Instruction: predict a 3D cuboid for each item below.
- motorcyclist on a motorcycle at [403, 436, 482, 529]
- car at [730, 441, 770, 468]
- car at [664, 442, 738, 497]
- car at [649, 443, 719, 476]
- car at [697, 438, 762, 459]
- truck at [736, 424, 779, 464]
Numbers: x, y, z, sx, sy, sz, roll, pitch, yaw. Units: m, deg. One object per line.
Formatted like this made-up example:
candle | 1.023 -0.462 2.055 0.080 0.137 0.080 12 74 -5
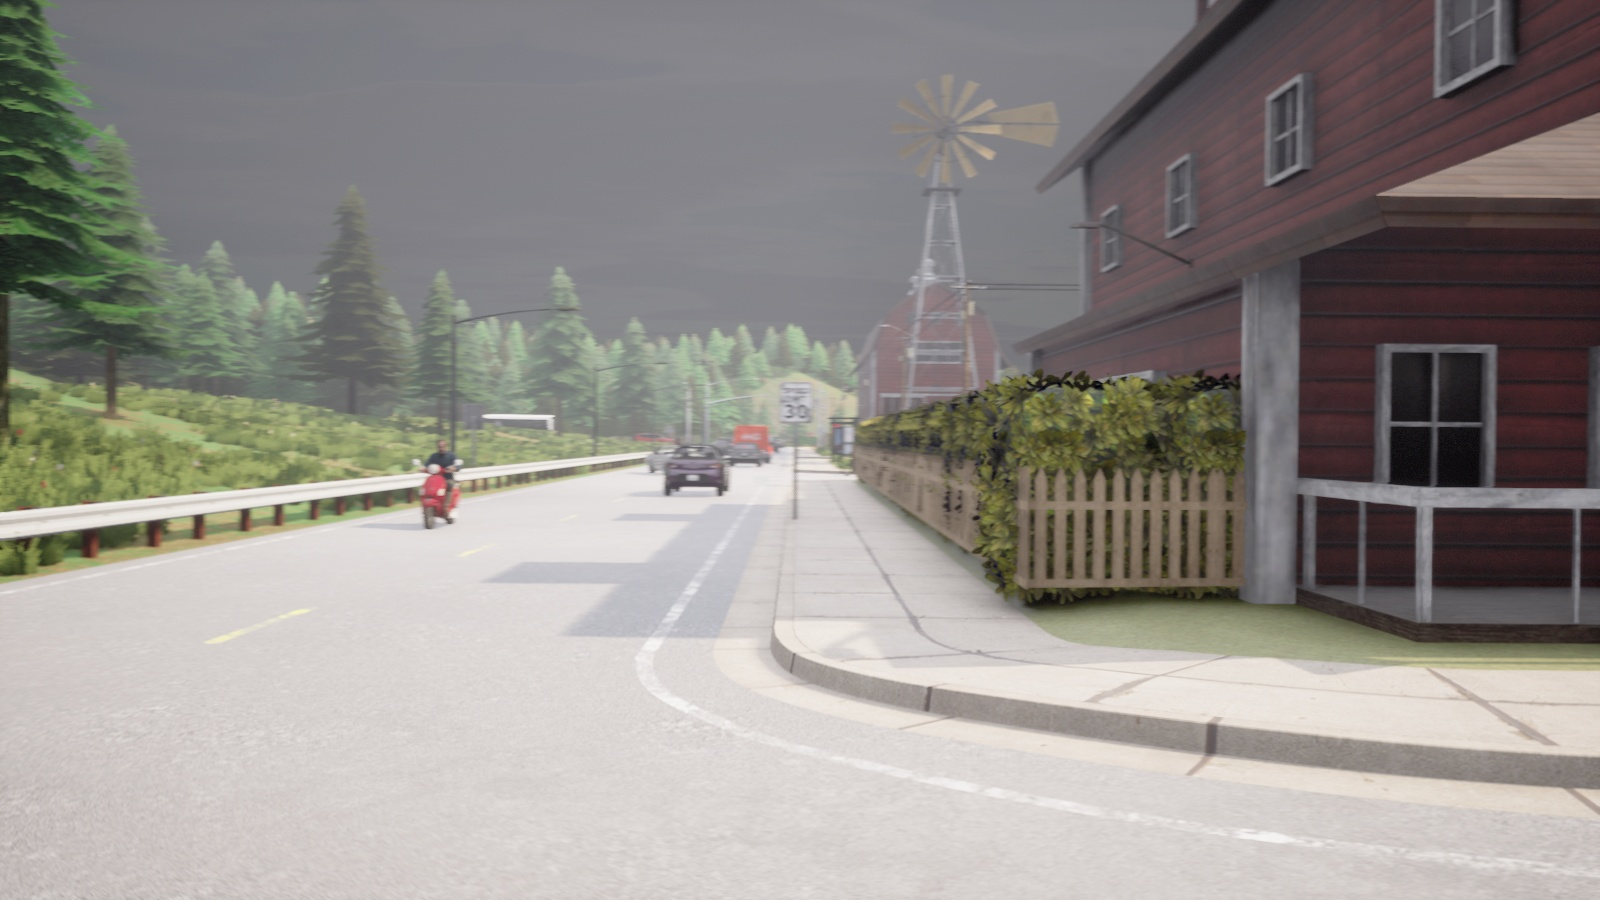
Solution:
motorcyclist on a motorcycle | -6.396 0.554 22.568 0.866 1.590 1.817 1 1 0
car | -2.797 0.227 71.718 2.033 1.411 5.357 1 1 0
car | -2.868 0.531 37.135 1.816 1.474 4.193 1 1 0
car | -5.212 0.396 55.681 1.895 1.301 4.718 1 1 -21
car | -5.183 -0.116 93.164 2.128 1.511 4.902 1 1 37
truck | -2.768 -0.408 82.271 2.627 2.467 5.204 1 1 0
